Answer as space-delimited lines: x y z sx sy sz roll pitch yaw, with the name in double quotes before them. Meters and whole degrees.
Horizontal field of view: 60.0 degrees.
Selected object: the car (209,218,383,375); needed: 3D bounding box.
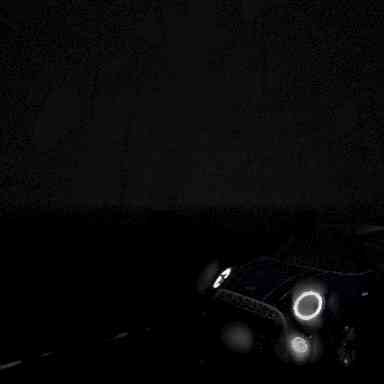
"car" 2.474 1.386 5.779 4.553 1.767 2.097 0 0 -36
